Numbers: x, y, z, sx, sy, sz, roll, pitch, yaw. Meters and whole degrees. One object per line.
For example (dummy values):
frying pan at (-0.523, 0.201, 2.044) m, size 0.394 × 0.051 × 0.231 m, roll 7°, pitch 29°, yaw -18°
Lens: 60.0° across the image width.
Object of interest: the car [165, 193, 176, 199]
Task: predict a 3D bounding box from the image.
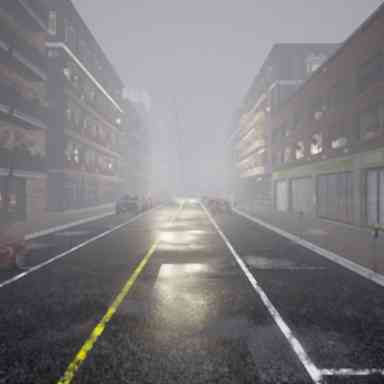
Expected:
car at (-5.647, 1.020, 81.570) m, size 2.008 × 1.369 × 4.403 m, roll 0°, pitch 0°, yaw 0°

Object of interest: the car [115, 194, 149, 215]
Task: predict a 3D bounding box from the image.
car at (-5.672, 1.117, 30.844) m, size 2.192 × 1.841 × 5.009 m, roll 0°, pitch 0°, yaw 0°

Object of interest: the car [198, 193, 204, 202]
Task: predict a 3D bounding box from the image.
car at (2.725, 1.132, 64.653) m, size 2.008 × 1.369 × 4.403 m, roll 0°, pitch 0°, yaw 0°

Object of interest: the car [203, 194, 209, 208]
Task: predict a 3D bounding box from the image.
car at (2.713, 1.273, 42.109) m, size 1.887 × 1.381 × 4.507 m, roll 0°, pitch 0°, yaw 0°

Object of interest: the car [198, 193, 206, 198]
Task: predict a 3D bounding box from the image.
car at (2.739, 0.960, 92.834) m, size 1.947 × 1.339 × 4.313 m, roll 0°, pitch 0°, yaw 0°

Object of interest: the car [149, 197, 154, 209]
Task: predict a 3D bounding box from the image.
car at (-5.670, 1.206, 36.480) m, size 1.967 × 1.590 × 4.097 m, roll 0°, pitch 0°, yaw 0°

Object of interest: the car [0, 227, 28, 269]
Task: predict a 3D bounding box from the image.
car at (-5.685, 1.529, 8.301) m, size 1.802 × 1.307 × 4.206 m, roll 0°, pitch 0°, yaw 0°

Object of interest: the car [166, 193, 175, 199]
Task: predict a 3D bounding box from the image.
car at (-5.645, 0.983, 87.206) m, size 2.008 × 1.369 × 4.403 m, roll 0°, pitch 0°, yaw 0°

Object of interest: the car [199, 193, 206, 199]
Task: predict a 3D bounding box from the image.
car at (2.737, 0.956, 87.368) m, size 1.752 × 1.417 × 4.829 m, roll 0°, pitch 0°, yaw 0°

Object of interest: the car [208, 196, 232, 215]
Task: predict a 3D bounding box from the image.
car at (2.708, 1.326, 31.007) m, size 1.752 × 1.417 × 4.829 m, roll 0°, pitch 0°, yaw 0°
